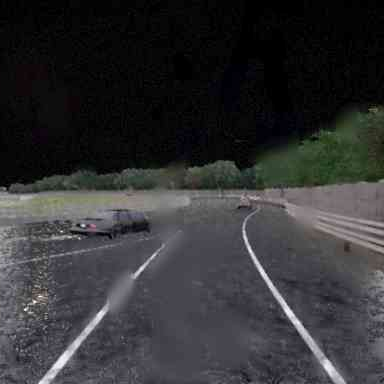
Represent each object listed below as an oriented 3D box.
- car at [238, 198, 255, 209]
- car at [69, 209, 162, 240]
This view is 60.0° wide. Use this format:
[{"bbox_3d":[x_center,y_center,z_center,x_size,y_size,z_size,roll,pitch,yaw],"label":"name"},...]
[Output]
[{"bbox_3d":[7.647,1.679,47.625,2.033,1.411,5.357,0,0,12],"label":"car"},{"bbox_3d":[-3.729,1.574,17.227,2.033,1.411,5.357,0,0,29],"label":"car"}]
